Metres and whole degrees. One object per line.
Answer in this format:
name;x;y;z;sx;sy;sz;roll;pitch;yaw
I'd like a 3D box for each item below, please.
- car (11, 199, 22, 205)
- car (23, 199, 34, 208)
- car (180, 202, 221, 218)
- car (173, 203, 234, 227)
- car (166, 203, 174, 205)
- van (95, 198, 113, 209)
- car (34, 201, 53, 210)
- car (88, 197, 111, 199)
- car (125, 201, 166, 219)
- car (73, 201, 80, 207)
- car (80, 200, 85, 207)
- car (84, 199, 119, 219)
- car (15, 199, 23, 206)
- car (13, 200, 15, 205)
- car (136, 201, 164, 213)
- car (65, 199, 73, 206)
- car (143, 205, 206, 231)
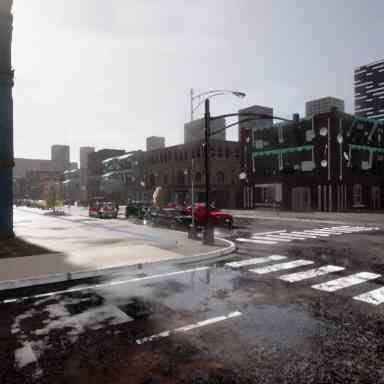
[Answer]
car;-44.439;2.598;84.188;1.887;1.381;4.507;-1;0;-35
car;-31.640;2.376;66.123;2.008;1.369;4.403;-1;0;-35
car;0.797;1.810;34.839;2.008;1.369;4.403;-2;0;-35
car;0.964;1.698;24.602;1.882;1.535;5.008;-1;0;-35
car;-2.402;1.904;39.355;1.802;1.307;4.206;-2;0;-35
van;-15.207;1.907;57.420;1.690;1.788;3.998;-1;0;-35
car;-25.141;2.233;56.951;1.752;1.417;4.829;-1;0;-35
car;-11.044;1.678;41.567;2.150;2.045;5.566;-1;0;-35
car;-4.897;1.689;32.875;2.097;1.767;4.553;-1;0;-35
car;-21.603;2.228;66.453;1.887;1.381;4.507;-1;0;-35
car;-18.408;1.940;61.936;2.192;1.841;5.009;-1;0;-35
car;-9.242;1.847;34.508;1.967;1.590;4.097;-1;0;-35
car;-38.042;2.380;75.155;1.967;1.590;4.097;-1;0;-35
car;-41.240;2.548;79.672;2.008;1.369;4.403;-1;0;-35
car;-5.601;1.966;43.871;1.802;1.307;4.206;-1;0;-35
car;-28.003;2.364;75.486;1.947;1.339;4.313;-1;0;-35
car;-1.315;1.815;23.116;1.947;1.339;4.313;-1;0;-35
